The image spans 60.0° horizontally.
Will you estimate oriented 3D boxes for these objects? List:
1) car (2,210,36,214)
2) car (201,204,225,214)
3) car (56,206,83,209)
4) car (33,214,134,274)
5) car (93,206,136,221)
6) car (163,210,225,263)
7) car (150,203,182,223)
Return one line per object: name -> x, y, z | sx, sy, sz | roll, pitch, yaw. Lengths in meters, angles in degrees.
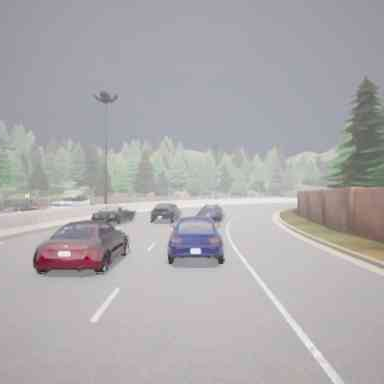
car -> -13.131, 1.701, 24.831 | 1.994, 1.385, 4.181 | 0, 0, 7
car -> 1.672, 1.719, 27.816 | 1.994, 1.385, 4.181 | 0, 0, 10
car -> -14.020, 1.437, 38.713 | 2.150, 2.045, 5.566 | 0, -1, 15
car -> -3.363, 1.625, 10.844 | 1.994, 1.385, 4.181 | 0, 0, 1
car -> -5.821, 1.743, 25.537 | 1.895, 1.301, 4.718 | 0, 0, 8
car -> 0.140, 1.593, 12.104 | 1.812, 1.442, 4.674 | 0, 0, 1
car -> -2.012, 1.656, 27.127 | 1.837, 1.490, 4.892 | 0, 0, 9
